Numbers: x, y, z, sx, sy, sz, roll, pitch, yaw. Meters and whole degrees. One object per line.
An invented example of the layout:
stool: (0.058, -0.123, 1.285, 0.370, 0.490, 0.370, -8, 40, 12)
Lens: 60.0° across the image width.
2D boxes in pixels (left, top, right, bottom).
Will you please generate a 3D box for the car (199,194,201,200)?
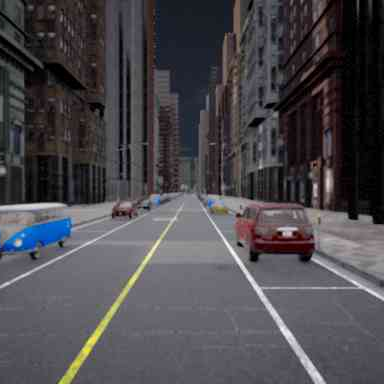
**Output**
car: (2.787, 1.474, 62.761, 2.008, 1.369, 4.403, 0, 0, 0)

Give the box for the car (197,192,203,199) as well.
car: (2.792, 1.353, 74.033, 1.967, 1.590, 4.097, 0, 0, 0)

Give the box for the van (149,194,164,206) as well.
van: (-5.743, 1.277, 51.480, 1.690, 1.788, 3.998, 0, 0, 0)

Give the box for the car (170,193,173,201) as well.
car: (-5.736, 1.235, 68.390, 2.192, 1.841, 5.009, 0, 0, 0)

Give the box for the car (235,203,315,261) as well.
car: (2.766, 1.294, 12.034, 2.192, 1.841, 5.009, 0, 0, 0)

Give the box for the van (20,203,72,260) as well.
van: (-5.759, 1.322, 12.023, 1.690, 1.788, 3.998, 0, 0, 0)

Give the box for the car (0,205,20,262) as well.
car: (-5.761, 1.305, 6.387, 2.192, 1.841, 5.009, 0, 0, 0)

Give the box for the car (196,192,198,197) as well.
car: (2.796, 1.218, 85.307, 2.192, 1.841, 5.009, 0, 0, 0)

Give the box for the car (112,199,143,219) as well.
car: (-5.752, 1.504, 28.934, 1.887, 1.381, 4.507, 0, 0, 0)

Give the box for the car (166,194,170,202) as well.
car: (-5.738, 1.491, 62.754, 1.947, 1.339, 4.313, 0, 0, 0)

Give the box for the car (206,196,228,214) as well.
car: (2.775, 1.476, 34.750, 1.752, 1.417, 4.829, 0, 0, 0)

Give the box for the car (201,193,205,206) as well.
car: (2.782, 1.374, 51.489, 1.967, 1.590, 4.097, 0, 0, 0)

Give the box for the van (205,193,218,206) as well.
van: (2.777, 1.286, 40.216, 1.690, 1.788, 3.998, 0, 0, 0)

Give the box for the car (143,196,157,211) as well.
car: (-5.747, 1.513, 40.207, 1.947, 1.339, 4.313, 0, 0, 0)

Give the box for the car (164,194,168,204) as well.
car: (-5.740, 1.497, 57.117, 1.947, 1.339, 4.313, 0, 0, 0)
